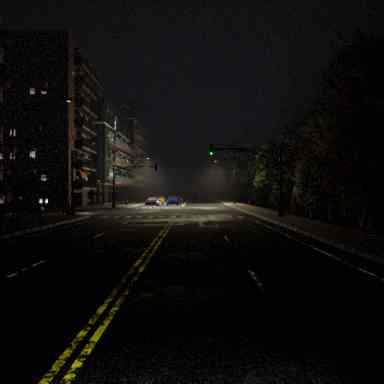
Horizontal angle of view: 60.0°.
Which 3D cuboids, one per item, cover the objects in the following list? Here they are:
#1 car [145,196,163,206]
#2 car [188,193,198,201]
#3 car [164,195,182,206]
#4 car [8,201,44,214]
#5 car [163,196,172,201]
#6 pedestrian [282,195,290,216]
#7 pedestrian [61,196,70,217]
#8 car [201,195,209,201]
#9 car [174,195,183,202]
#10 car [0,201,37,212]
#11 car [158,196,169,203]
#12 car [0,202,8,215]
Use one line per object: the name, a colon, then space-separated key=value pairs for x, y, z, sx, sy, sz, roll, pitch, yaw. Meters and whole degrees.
car: x=-6.432 y=1.568 z=54.390 sx=2.033 sy=1.411 sz=5.357 roll=0 pitch=0 yaw=0
car: x=0.251 y=1.266 z=85.604 sx=2.150 sy=2.045 sz=5.566 roll=0 pitch=0 yaw=0
car: x=-3.176 y=1.499 z=55.833 sx=1.882 sy=1.535 sz=5.008 roll=0 pitch=0 yaw=0
car: x=-19.226 y=1.727 z=37.414 sx=4.902 sy=1.511 sz=2.128 roll=-1 pitch=0 yaw=1
car: x=-6.252 y=1.628 z=84.507 sx=1.895 sy=1.301 sz=4.718 roll=0 pitch=0 yaw=0
pedestrian: x=8.052 y=1.149 z=28.751 sx=0.375 sy=1.860 sz=0.375 roll=0 pitch=0 yaw=0
pedestrian: x=-10.678 y=1.149 z=28.109 sx=0.375 sy=1.860 sz=0.375 roll=0 pitch=0 yaw=0
car: x=3.502 y=1.540 z=85.562 sx=1.837 sy=1.490 sz=4.892 roll=0 pitch=0 yaw=0
car: x=-3.030 y=1.538 z=75.375 sx=1.837 sy=1.490 sz=4.892 roll=0 pitch=0 yaw=0
car: x=-22.662 y=1.856 z=43.260 sx=4.206 sy=1.307 sz=1.802 roll=-1 pitch=1 yaw=-1
car: x=-6.284 y=1.562 z=74.183 sx=2.128 sy=1.511 sz=4.902 roll=0 pitch=0 yaw=0
car: x=-22.570 y=1.595 z=34.609 sx=5.009 sy=1.841 sz=2.192 roll=-1 pitch=1 yaw=-1
